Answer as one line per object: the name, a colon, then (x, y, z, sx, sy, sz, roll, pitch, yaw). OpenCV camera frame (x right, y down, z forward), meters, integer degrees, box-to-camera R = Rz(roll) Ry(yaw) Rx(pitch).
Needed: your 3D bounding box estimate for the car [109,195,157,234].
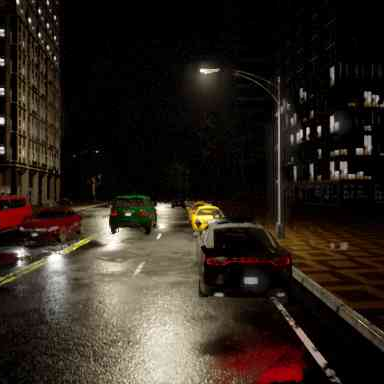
car: (-3.311, 1.223, 19.466, 2.150, 2.045, 5.566, 0, 0, -2)

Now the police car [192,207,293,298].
police car: (1.069, 1.425, 8.689, 1.930, 1.638, 5.238, 0, 0, 0)

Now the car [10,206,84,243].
car: (-6.662, 1.526, 16.267, 1.812, 1.442, 4.674, 0, 0, -2)

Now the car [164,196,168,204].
car: (-4.294, 1.548, 64.121, 1.812, 1.442, 4.674, 0, 0, -9)

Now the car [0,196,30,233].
car: (-9.916, 1.222, 16.387, 2.150, 2.045, 5.566, 0, 0, -2)

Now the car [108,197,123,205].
car: (-13.573, 1.569, 59.111, 2.033, 1.411, 5.357, 0, 0, -8)

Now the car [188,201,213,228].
car: (0.869, 1.456, 18.927, 1.801, 1.575, 5.366, 0, 0, -2)

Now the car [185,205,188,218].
car: (0.617, 1.457, 25.016, 1.801, 1.575, 5.366, 0, 0, -3)

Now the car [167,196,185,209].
car: (-1.932, 1.556, 45.969, 2.033, 1.411, 5.357, 0, 0, -6)

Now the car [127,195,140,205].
car: (-10.294, 1.371, 59.056, 2.097, 1.767, 4.553, 0, 0, -8)
